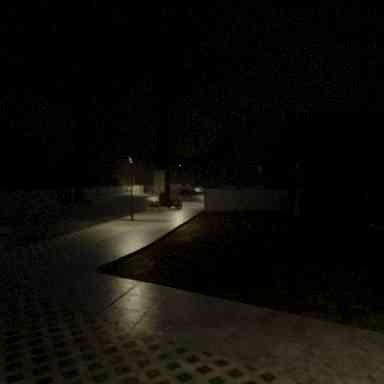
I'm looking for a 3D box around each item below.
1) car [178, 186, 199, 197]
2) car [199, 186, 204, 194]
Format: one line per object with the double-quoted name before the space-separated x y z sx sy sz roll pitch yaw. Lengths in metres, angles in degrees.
"car" -0.716 -0.135 49.911 1.882 1.535 5.008 1 2 10
"car" 1.047 -0.393 59.692 1.812 1.442 4.674 1 2 10
